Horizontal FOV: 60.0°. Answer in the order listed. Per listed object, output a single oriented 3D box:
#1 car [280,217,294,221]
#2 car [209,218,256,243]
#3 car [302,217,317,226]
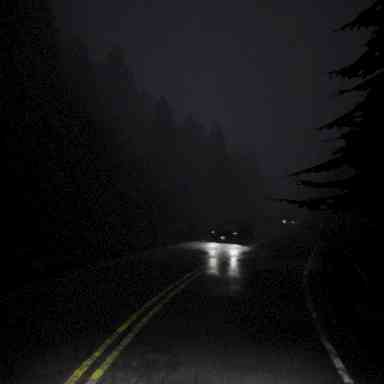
[{"bbox_3d":[17.324,4.452,60.704,1.882,1.535,5.008,1,-3,9],"label":"car"},{"bbox_3d":[2.780,2.365,21.408,2.033,1.411,5.357,1,-2,23],"label":"car"},{"bbox_3d":[15.623,3.762,44.358,2.033,1.411,5.357,1,-2,21],"label":"car"}]
